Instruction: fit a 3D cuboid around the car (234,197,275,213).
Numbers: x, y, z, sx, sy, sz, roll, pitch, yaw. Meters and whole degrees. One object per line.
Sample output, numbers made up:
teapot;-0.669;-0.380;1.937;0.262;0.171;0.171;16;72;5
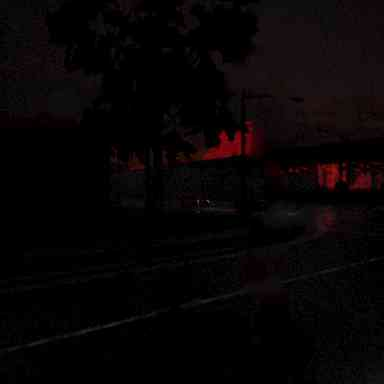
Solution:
car;6.648;1.329;35.552;1.882;1.535;5.008;0;0;-34

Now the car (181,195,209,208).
car;0.393;1.203;44.930;2.097;1.767;4.553;0;0;-33
